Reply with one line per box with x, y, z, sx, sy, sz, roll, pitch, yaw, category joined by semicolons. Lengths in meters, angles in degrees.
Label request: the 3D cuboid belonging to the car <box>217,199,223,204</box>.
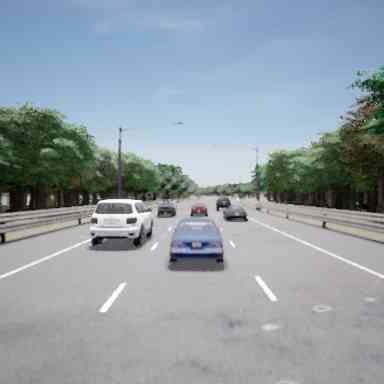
7.683;2.590;91.027;1.837;1.490;4.892;0;-1;5;car

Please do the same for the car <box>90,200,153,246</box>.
-3.267;1.383;16.395;2.150;2.045;5.566;0;0;1;car

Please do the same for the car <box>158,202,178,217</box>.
-2.703;1.926;37.215;1.837;1.490;4.892;0;0;2;car

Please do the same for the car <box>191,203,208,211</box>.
0.855;1.971;38.682;1.812;1.442;4.674;0;-1;2;car

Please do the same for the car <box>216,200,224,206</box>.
6.508;2.484;77.219;1.994;1.385;4.181;0;-1;5;car

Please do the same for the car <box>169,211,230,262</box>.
0.175;1.672;12.591;2.033;1.411;5.357;0;-1;1;car

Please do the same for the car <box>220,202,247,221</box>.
3.995;1.919;31.144;1.994;1.385;4.181;0;-1;2;car

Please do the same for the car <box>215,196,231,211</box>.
4.841;1.841;51.503;2.150;2.045;5.566;0;-1;3;car
